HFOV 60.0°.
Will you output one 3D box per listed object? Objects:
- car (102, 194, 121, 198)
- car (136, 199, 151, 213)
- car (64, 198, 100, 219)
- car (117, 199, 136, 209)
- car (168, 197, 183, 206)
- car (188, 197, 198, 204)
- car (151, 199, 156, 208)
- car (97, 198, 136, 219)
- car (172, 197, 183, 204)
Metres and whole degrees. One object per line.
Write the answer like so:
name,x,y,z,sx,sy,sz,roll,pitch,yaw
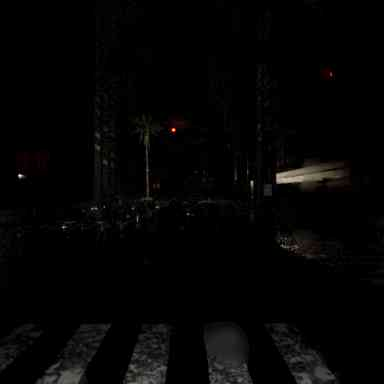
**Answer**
car,-9.783,1.318,39.783,2.150,2.045,5.566,0,0,0
car,-6.531,1.585,39.041,2.128,1.511,4.902,0,0,0
car,-9.795,1.542,29.837,1.882,1.535,5.008,0,0,0
car,-9.748,1.699,49.744,1.994,1.385,4.181,0,0,0
car,-3.046,1.704,59.490,1.812,1.442,4.674,0,0,0
car,0.227,1.788,69.803,1.994,1.385,4.181,0,0,0
car,-6.504,1.733,48.929,1.895,1.301,4.718,0,0,0
car,-6.549,1.542,29.573,1.882,1.535,5.008,0,0,0
car,-3.023,1.788,69.784,1.994,1.385,4.181,0,0,0
